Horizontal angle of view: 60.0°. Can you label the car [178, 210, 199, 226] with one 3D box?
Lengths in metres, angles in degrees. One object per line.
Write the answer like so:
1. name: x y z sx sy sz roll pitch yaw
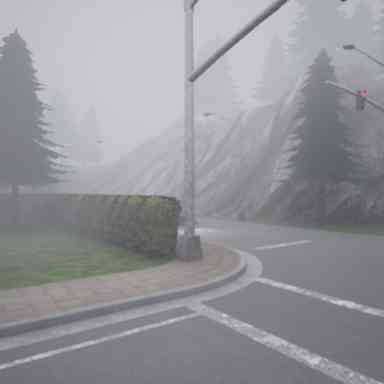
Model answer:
1. car: -1.802 1.516 21.807 2.033 1.411 5.357 0 0 -36
